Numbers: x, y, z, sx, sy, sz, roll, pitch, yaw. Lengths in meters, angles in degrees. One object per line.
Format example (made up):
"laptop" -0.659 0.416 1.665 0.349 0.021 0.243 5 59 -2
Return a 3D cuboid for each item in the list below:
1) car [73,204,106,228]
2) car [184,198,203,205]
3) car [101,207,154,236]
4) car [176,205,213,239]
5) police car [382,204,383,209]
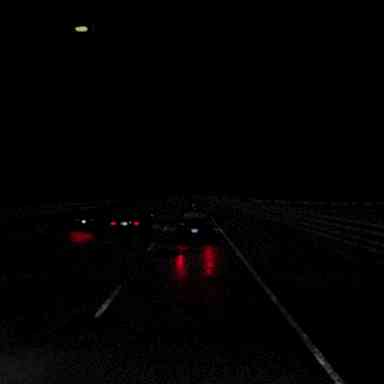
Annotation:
"car" -6.860 1.639 23.483 1.837 1.490 4.892 0 0 0
"car" 0.169 1.588 39.080 2.097 1.767 4.553 0 0 0
"car" -3.369 1.656 19.169 2.033 1.411 5.357 0 0 0
"car" 0.130 1.624 17.716 1.812 1.442 4.674 0 0 0
"police car" 30.774 1.933 49.031 1.930 1.638 5.238 0 0 -28
